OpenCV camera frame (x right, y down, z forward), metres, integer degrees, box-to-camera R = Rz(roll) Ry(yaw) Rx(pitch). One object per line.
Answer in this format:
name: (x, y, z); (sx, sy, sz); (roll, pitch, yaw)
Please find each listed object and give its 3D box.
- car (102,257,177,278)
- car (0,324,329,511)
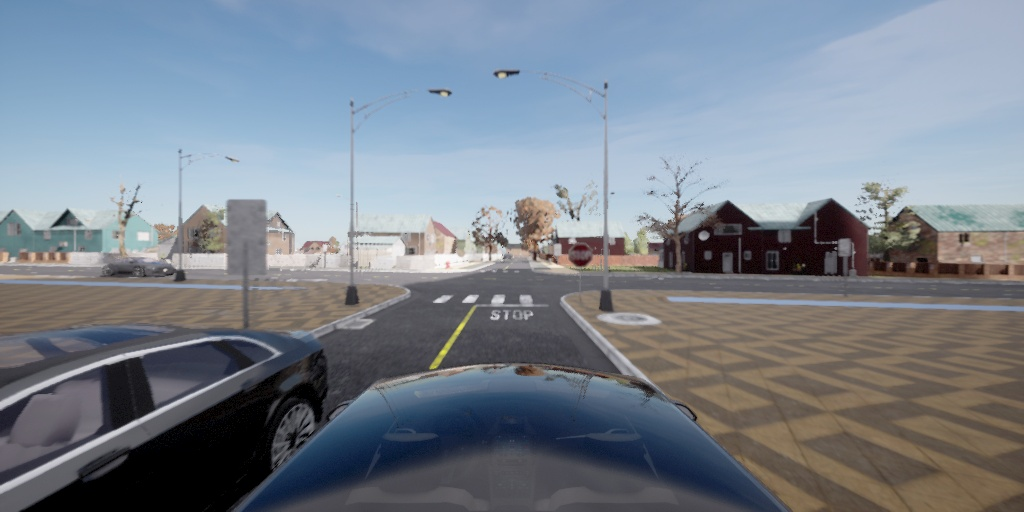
car: (-26.065, 0.780, 25.191); (4.181, 1.385, 1.994); (1, 0, 8)
car: (-2.829, 1.241, 1.770); (2.128, 1.511, 4.902); (0, 1, 0)
